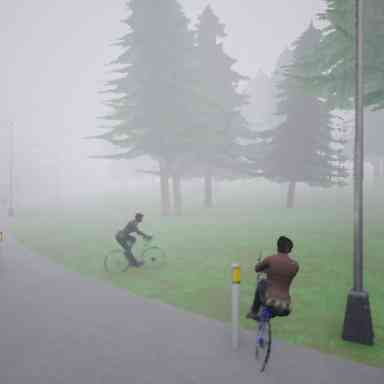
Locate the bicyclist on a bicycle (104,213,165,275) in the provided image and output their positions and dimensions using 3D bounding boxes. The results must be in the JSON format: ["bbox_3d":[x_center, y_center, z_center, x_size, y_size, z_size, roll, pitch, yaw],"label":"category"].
[{"bbox_3d":[-1.548,1.391,8.956,1.656,1.620,0.582,-3,3,-15],"label":"bicyclist on a bicycle"}]

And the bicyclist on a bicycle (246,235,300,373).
[{"bbox_3d":[1.062,1.342,4.480,0.582,1.620,1.656,11,34,2],"label":"bicyclist on a bicycle"}]

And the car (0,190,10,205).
[{"bbox_3d":[-22.422,0.507,37.898,2.097,1.767,4.553,1,2,-14],"label":"car"}]
